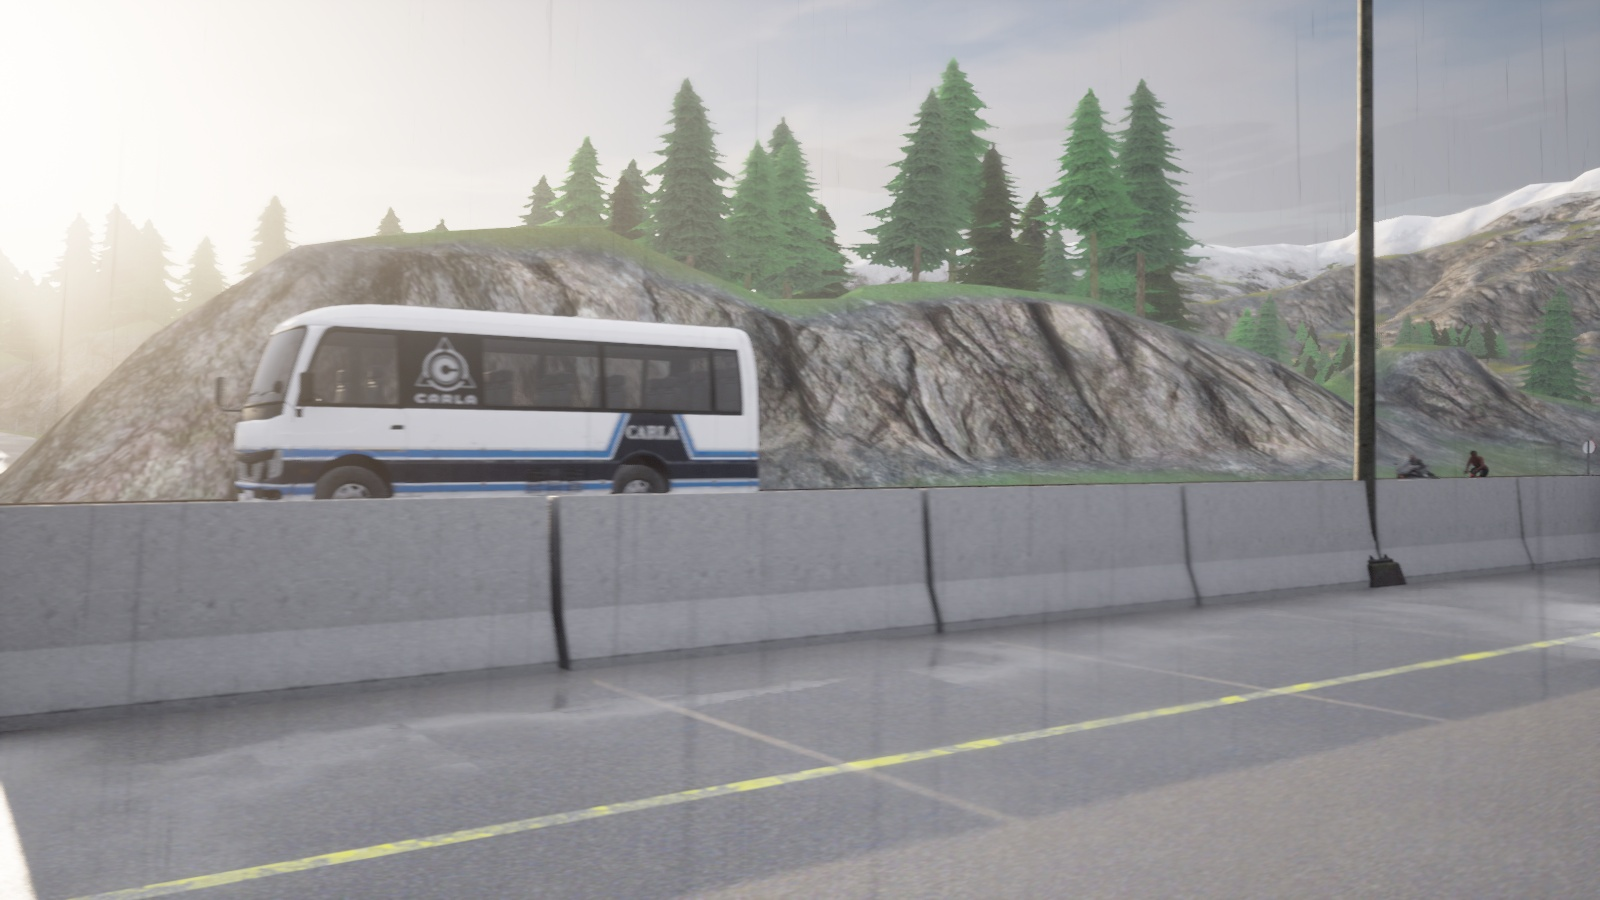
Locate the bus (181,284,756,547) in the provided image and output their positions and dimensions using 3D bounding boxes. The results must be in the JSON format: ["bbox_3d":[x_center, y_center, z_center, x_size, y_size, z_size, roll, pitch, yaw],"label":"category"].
[{"bbox_3d":[-6.271,-0.557,24.886,10.273,4.253,3.944,0,0,-35],"label":"bus"}]

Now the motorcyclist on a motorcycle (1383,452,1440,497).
[{"bbox_3d":[21.557,0.843,44.248,2.191,1.530,0.866,0,0,-35],"label":"motorcyclist on a motorcycle"}]
